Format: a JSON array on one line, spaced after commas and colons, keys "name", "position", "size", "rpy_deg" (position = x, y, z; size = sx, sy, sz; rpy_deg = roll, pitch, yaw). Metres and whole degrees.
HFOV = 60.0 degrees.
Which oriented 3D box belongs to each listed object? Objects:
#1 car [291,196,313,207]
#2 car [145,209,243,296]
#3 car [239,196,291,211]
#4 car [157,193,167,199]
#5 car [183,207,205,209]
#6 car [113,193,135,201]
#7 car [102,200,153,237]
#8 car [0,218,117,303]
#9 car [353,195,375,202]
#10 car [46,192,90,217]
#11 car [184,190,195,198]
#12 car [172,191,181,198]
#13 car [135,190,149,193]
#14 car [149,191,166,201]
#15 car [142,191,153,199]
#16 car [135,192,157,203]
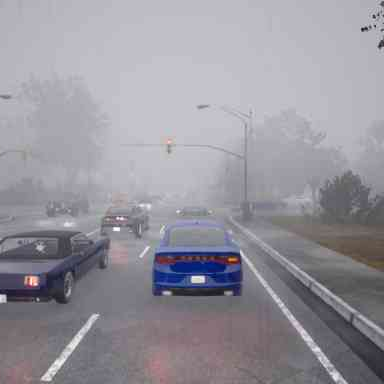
[{"name": "car", "position": [13.283, 1.200, 42.851], "size": [4.674, 1.442, 1.812], "rpy_deg": [0, 1, -3]}, {"name": "car", "position": [0.113, 1.446, 8.617], "size": [1.882, 1.535, 5.008], "rpy_deg": [0, 0, 0]}, {"name": "car", "position": [7.492, 1.217, 35.410], "size": [5.008, 1.535, 1.882], "rpy_deg": [0, 1, 3]}, {"name": "car", "position": [-7.079, 0.865, 77.988], "size": [1.994, 1.385, 4.181], "rpy_deg": [0, 1, -1]}, {"name": "car", "position": [0.124, 1.458, 17.599], "size": [1.994, 1.385, 4.181], "rpy_deg": [0, 0, 0]}, {"name": "car", "position": [-10.527, 0.961, 50.338], "size": [2.097, 1.767, 4.553], "rpy_deg": [0, 0, 0]}, {"name": "car", "position": [-3.376, 1.402, 17.322], "size": [1.837, 1.490, 4.892], "rpy_deg": [0, 0, 0]}, {"name": "car", "position": [-3.388, 1.573, 8.070], "size": [1.895, 1.301, 4.718], "rpy_deg": [0, 0, 0]}, {"name": "car", "position": [22.470, 1.173, 43.359], "size": [4.892, 1.490, 1.837], "rpy_deg": [0, 1, -3]}, {"name": "car", "position": [-10.560, 1.019, 28.772], "size": [2.150, 2.045, 5.566], "rpy_deg": [0, 1, 0]}, {"name": "car", "position": [-0.354, 0.419, 85.490], "size": [2.150, 2.045, 5.566], "rpy_deg": [0, 1, -4]}, {"name": "car", "position": [-3.851, 0.737, 85.355], "size": [2.033, 1.411, 5.357], "rpy_deg": [0, 1, -4]}, {"name": "car", "position": [-10.435, 0.653, 68.608], "size": [2.150, 2.045, 5.566], "rpy_deg": [0, 1, 0]}, {"name": "car", "position": [-6.947, 0.924, 67.321], "size": [1.882, 1.535, 5.008], "rpy_deg": [0, 0, 0]}, {"name": "car", "position": [-10.628, 0.642, 79.788], "size": [2.097, 1.767, 4.553], "rpy_deg": [0, 1, -2]}, {"name": "car", "position": [-7.026, 1.168, 50.967], "size": [1.994, 1.385, 4.181], "rpy_deg": [0, 0, 0]}]
